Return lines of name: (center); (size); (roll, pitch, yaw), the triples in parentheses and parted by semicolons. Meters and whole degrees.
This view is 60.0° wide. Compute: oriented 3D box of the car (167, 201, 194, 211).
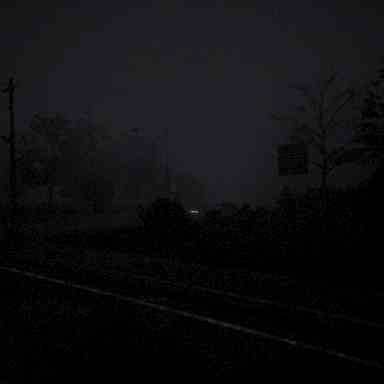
car: (-1.711, 2.277, 53.289); (1.837, 1.490, 4.892); (-2, -2, 32)

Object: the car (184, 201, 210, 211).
car: (1.050, 2.212, 51.107); (1.994, 1.385, 4.181); (-2, -2, 32)

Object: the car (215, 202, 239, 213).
car: (4.589, 1.940, 43.455); (1.994, 1.385, 4.181); (-2, -2, 32)
